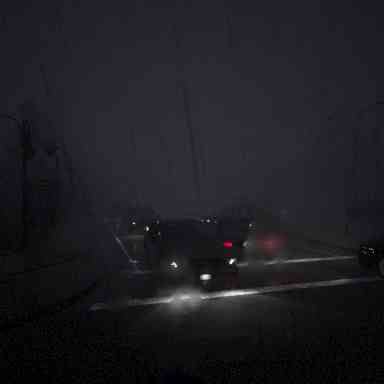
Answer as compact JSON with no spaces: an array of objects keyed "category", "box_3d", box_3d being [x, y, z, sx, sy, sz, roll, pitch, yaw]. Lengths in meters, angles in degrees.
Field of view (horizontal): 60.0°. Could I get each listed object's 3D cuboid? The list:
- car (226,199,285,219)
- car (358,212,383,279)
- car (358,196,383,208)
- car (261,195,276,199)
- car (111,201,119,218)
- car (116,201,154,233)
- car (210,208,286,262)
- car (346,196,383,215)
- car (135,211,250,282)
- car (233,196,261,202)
[{"category":"car","box_3d":[2.982,1.467,19.137,5.357,1.411,2.033,-4,2,-33]},{"category":"car","box_3d":[6.786,1.475,8.007,5.008,1.535,1.882,0,0,36]},{"category":"car","box_3d":[23.800,1.273,43.299,1.845,1.501,3.633,0,0,-17]},{"category":"car","box_3d":[10.231,1.277,47.183,2.152,1.636,5.027,0,0,-17]},{"category":"car","box_3d":[-6.324,1.516,30.113,2.033,1.411,5.357,0,0,-17]},{"category":"car","box_3d":[-3.132,1.529,19.971,2.033,1.411,5.357,0,0,-17]},{"category":"car","box_3d":[1.440,1.540,11.969,2.033,1.411,5.357,0,0,-4]},{"category":"car","box_3d":[15.535,1.355,29.286,1.970,1.475,3.806,0,0,-17]},{"category":"car","box_3d":[-0.368,1.543,10.146,2.033,1.411,5.357,0,0,-15]},{"category":"car","box_3d":[7.246,1.287,46.218,2.007,1.523,4.514,0,0,-17]}]
